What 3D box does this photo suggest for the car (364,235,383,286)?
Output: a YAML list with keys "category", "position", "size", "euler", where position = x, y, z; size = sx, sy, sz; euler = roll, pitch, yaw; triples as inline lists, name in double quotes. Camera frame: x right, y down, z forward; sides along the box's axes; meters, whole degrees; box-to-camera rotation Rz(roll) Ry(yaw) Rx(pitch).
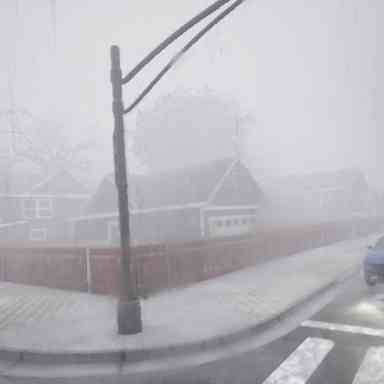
- category: "car"
  position: [7.168, 2.094, 11.134]
  size: [1.882, 1.535, 5.008]
  euler: [-8, -7, 38]
